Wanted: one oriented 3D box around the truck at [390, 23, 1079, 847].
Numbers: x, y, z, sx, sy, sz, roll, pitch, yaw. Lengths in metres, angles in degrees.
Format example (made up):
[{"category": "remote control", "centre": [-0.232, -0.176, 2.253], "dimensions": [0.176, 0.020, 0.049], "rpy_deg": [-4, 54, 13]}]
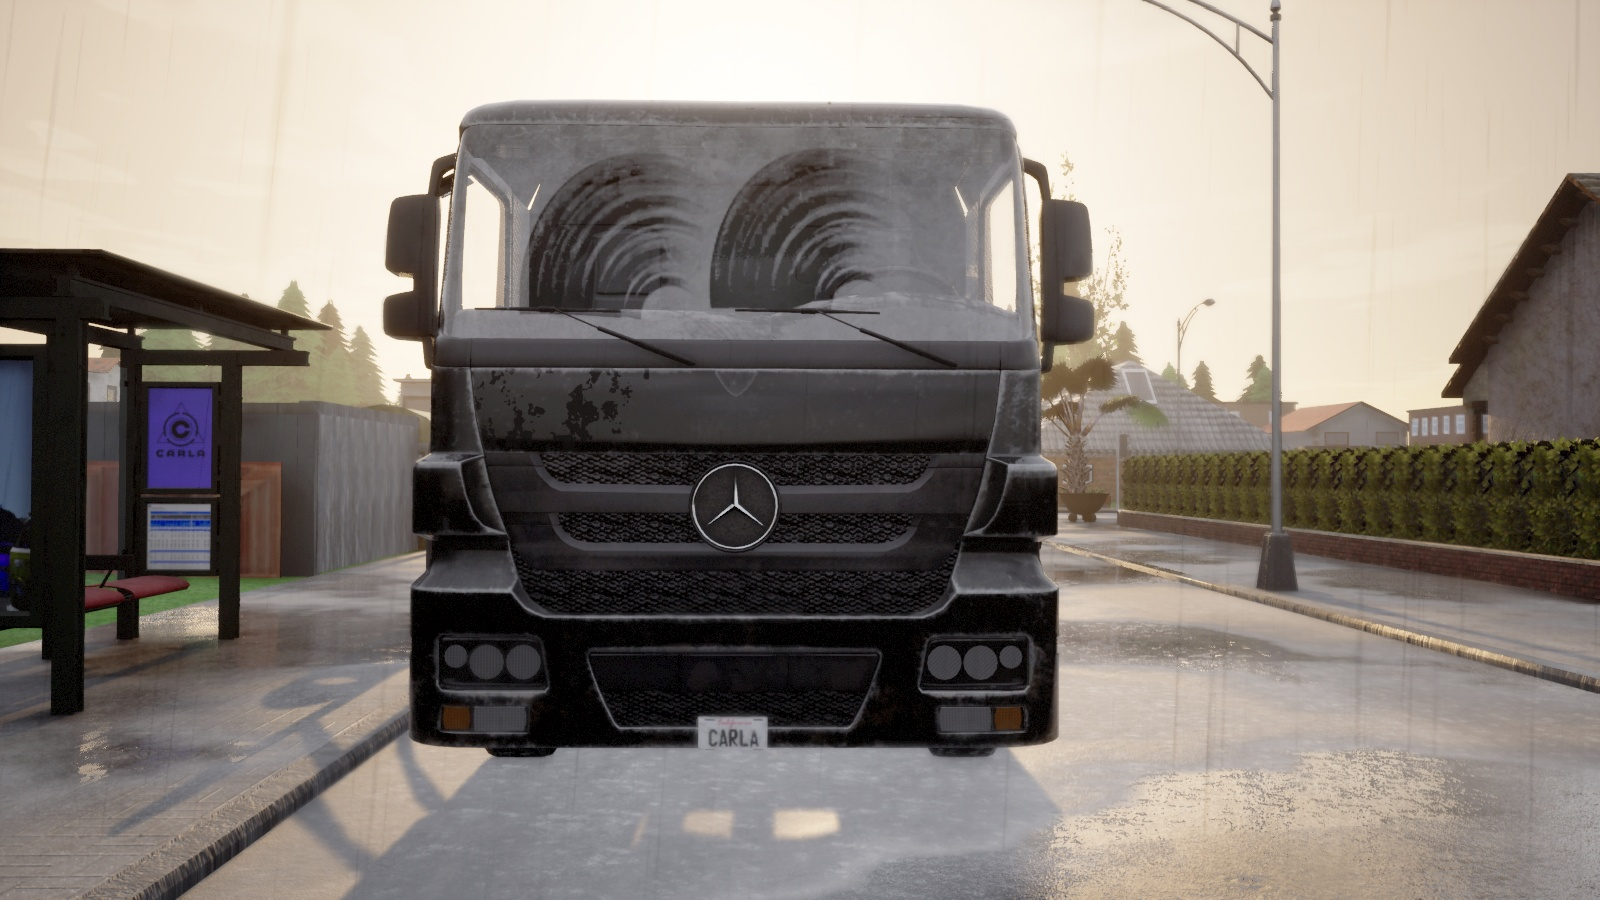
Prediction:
[{"category": "truck", "centre": [-0.345, -0.011, 9.266], "dimensions": [2.891, 3.462, 7.936], "rpy_deg": [0, -1, -1]}]
